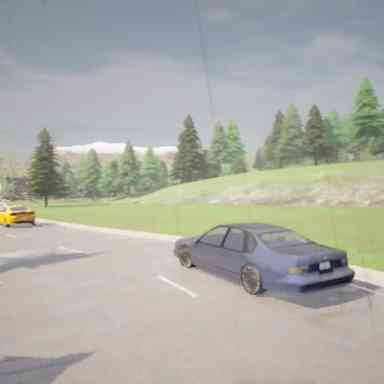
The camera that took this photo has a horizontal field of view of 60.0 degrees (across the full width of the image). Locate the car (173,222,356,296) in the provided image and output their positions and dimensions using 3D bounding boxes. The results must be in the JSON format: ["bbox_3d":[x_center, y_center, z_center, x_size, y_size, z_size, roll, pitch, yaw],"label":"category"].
[{"bbox_3d":[1.376,1.502,8.656,2.033,1.411,5.357,-1,0,-29],"label":"car"}]

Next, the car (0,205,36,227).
[{"bbox_3d":[-13.535,1.775,25.535,1.882,1.535,5.008,-2,0,-40],"label":"car"}]
